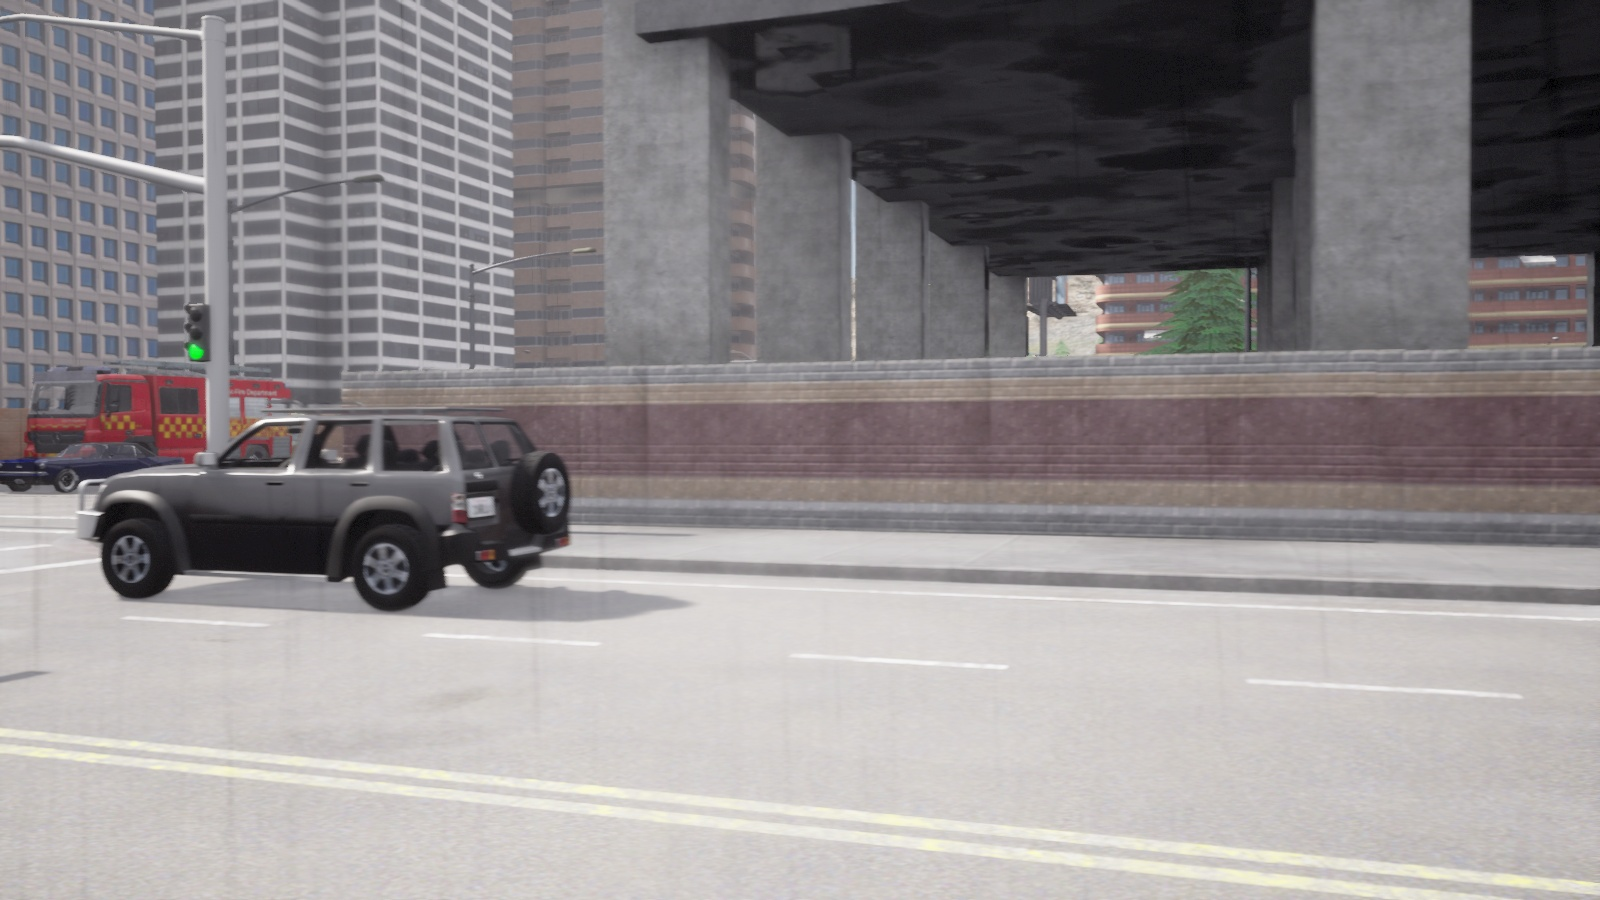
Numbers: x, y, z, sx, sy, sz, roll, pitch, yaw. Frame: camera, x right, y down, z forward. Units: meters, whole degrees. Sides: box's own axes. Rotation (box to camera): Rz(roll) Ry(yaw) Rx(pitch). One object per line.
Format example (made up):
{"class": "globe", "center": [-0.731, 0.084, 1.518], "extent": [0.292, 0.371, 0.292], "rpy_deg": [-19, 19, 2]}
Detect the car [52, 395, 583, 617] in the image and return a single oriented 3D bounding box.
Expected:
{"class": "car", "center": [-4.620, 0.432, 12.126], "extent": [4.605, 1.855, 1.932], "rpy_deg": [1, 1, 19]}

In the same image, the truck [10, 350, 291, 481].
{"class": "truck", "center": [-20.798, -1.072, 40.957], "extent": [2.891, 3.827, 8.468], "rpy_deg": [1, 1, 19]}

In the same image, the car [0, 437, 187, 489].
{"class": "car", "center": [-19.381, 0.303, 34.388], "extent": [1.895, 1.301, 4.718], "rpy_deg": [1, 1, 19]}
